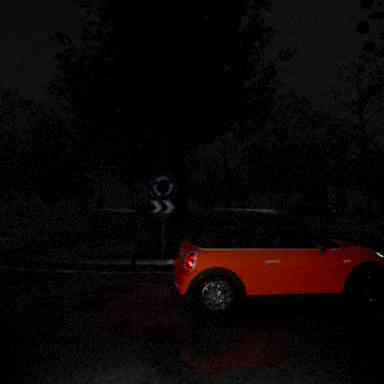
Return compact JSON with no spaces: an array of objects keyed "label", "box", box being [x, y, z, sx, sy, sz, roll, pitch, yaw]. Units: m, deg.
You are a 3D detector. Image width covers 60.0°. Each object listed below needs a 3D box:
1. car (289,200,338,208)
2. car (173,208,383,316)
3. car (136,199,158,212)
[{"label":"car","box":[11.594,1.498,32.133,2.128,1.511,4.902,0,0,-33]},{"label":"car","box":[1.897,1.353,7.227,4.553,1.767,2.097,0,0,-8]},{"label":"car","box":[-4.130,1.531,38.586,4.674,1.442,1.812,0,0,-6]}]
